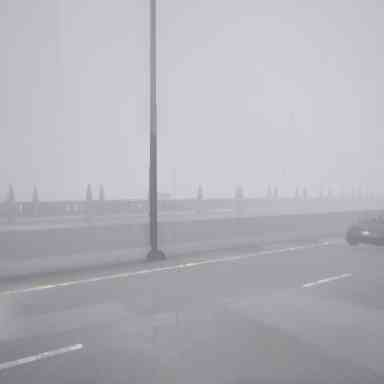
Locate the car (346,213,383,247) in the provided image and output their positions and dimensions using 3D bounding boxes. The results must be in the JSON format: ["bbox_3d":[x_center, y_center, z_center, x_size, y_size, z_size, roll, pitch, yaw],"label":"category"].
[{"bbox_3d":[8.432,1.572,14.183,4.181,1.385,1.994,0,0,-35],"label":"car"}]
